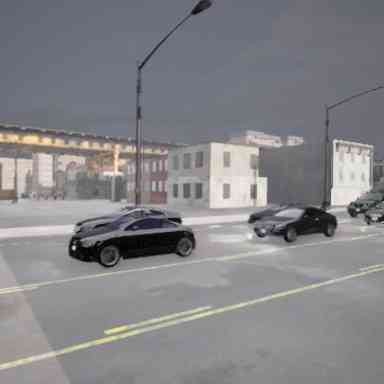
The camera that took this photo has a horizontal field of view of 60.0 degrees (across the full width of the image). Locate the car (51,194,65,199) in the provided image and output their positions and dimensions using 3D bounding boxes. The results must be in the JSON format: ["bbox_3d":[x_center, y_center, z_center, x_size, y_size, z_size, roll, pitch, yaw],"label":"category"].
[{"bbox_3d":[-33.204,1.077,82.446,1.853,1.218,4.536,1,0,-4],"label":"car"}]

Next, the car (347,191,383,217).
[{"bbox_3d":[14.814,0.970,26.582,5.566,2.045,2.150,-1,1,-33],"label":"car"}]

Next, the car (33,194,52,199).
[{"bbox_3d":[-36.978,1.039,82.445,4.536,1.218,1.853,1,0,26],"label":"car"}]

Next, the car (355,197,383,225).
[{"bbox_3d":[12.846,1.297,21.046,4.902,1.511,2.128,-1,0,-34],"label":"car"}]

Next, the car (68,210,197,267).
[{"bbox_3d":[-1.892,1.493,11.130,4.181,1.385,1.994,0,0,-34],"label":"car"}]

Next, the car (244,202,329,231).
[{"bbox_3d":[5.952,1.390,20.632,5.357,1.411,2.033,-1,1,-33],"label":"car"}]

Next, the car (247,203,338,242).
[{"bbox_3d":[5.039,1.414,15.795,4.674,1.442,1.812,0,1,-34],"label":"car"}]

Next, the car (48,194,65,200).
[{"bbox_3d":[-33.202,1.235,82.394,2.038,1.542,4.974,1,0,-4],"label":"car"}]

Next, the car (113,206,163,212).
[{"bbox_3d":[-2.685,1.401,14.816,4.902,1.511,2.128,0,0,-34],"label":"car"}]

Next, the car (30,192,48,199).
[{"bbox_3d":[-36.933,1.197,82.423,4.974,1.542,2.038,1,0,26],"label":"car"}]
